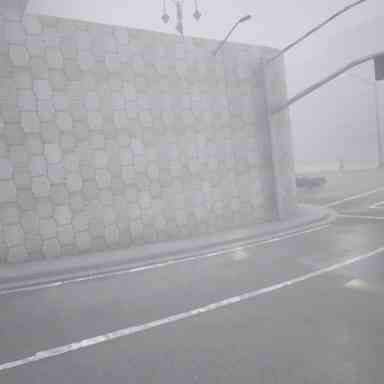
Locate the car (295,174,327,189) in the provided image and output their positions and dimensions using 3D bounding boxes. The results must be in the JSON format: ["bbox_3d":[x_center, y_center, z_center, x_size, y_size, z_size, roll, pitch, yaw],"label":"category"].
[{"bbox_3d":[10.021,-1.006,30.898,1.895,1.301,4.718,-11,6,-35],"label":"car"}]

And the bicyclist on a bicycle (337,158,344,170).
[{"bbox_3d":[20.060,-3.807,44.840,1.656,1.620,0.582,-11,6,-35],"label":"bicyclist on a bicycle"}]
